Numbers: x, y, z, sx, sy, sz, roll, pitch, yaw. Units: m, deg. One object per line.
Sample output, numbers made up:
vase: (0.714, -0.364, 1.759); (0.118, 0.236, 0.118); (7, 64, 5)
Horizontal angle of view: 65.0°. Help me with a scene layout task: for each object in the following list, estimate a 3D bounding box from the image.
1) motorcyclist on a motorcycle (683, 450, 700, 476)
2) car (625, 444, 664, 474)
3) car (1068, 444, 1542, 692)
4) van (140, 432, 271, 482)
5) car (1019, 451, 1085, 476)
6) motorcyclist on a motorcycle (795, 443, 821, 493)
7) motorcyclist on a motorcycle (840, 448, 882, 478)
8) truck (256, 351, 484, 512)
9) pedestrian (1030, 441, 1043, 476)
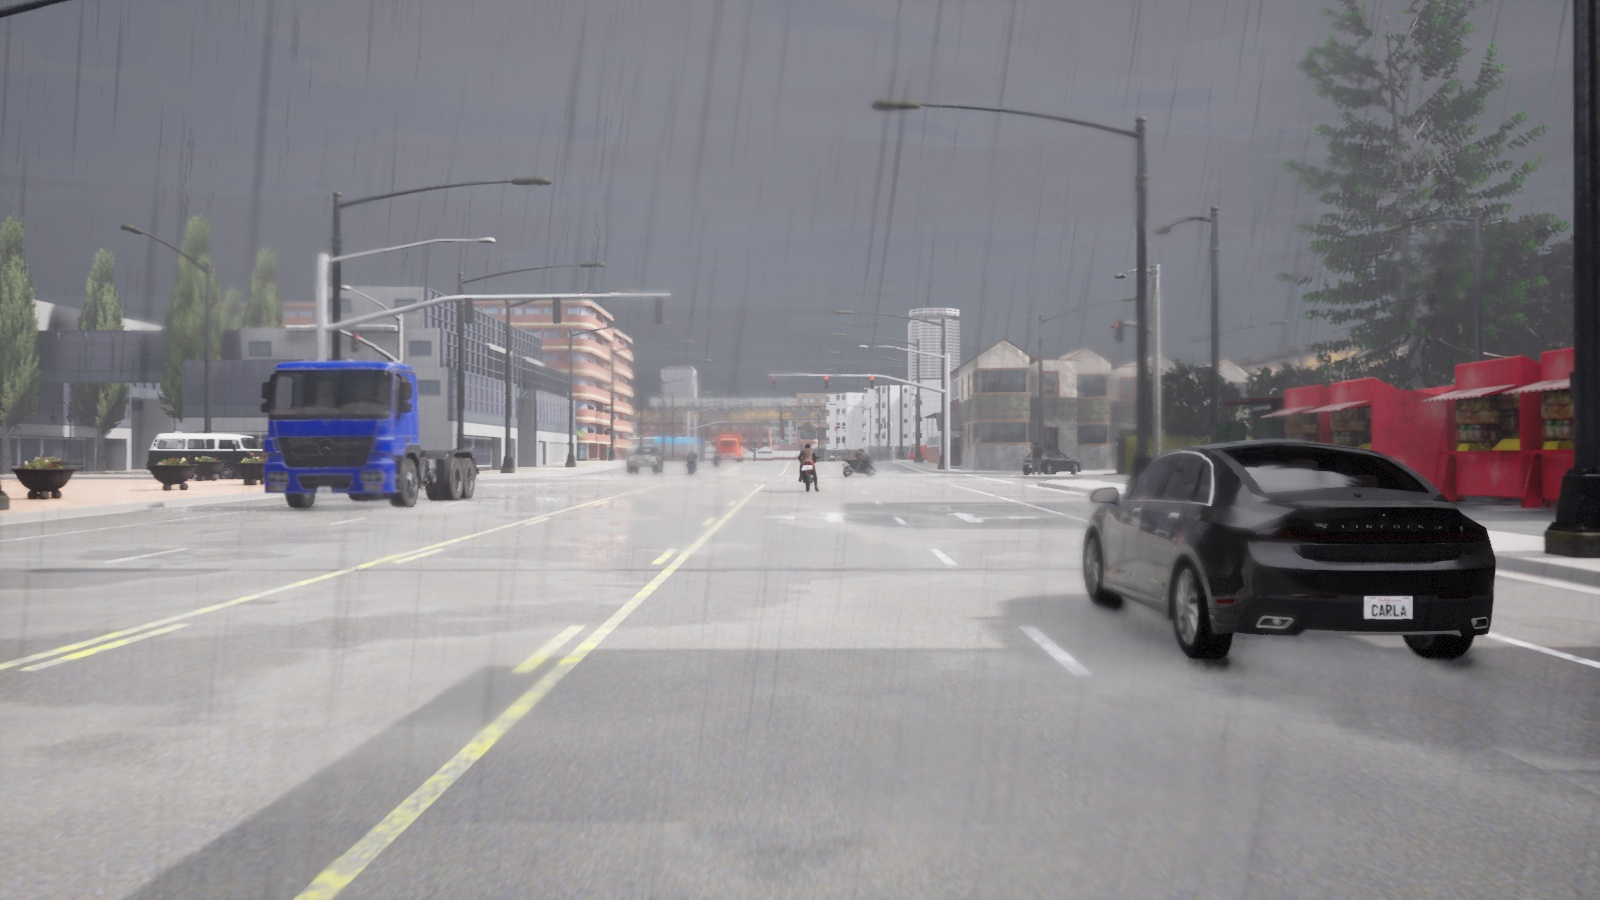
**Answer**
motorcyclist on a motorcycle: (-6.546, 0.774, 75.823); (0.866, 1.530, 2.191); (0, 0, 0)
car: (-10.016, 0.581, 81.175); (1.932, 1.855, 4.605); (0, 0, 0)
car: (3.573, 0.699, 10.032); (1.837, 1.490, 4.892); (0, 0, 0)
van: (-24.637, 0.278, 52.145); (4.480, 2.038, 2.069); (0, -1, 1)
car: (15.071, 0.812, 74.953); (4.193, 1.474, 1.816); (1, -1, -45)
motorcyclist on a motorcycle: (0.243, 0.545, 39.367); (0.797, 1.523, 2.044); (0, 0, 0)
motorcyclist on a motorcycle: (3.152, 0.675, 65.114); (2.044, 1.523, 0.797); (0, -1, -30)
truck: (-10.304, -0.408, 31.128); (2.891, 3.462, 7.936); (0, 0, 0)
pedestrian: (12.591, 0.469, 66.885); (0.431, 1.840, 0.703); (0, -1, -17)
